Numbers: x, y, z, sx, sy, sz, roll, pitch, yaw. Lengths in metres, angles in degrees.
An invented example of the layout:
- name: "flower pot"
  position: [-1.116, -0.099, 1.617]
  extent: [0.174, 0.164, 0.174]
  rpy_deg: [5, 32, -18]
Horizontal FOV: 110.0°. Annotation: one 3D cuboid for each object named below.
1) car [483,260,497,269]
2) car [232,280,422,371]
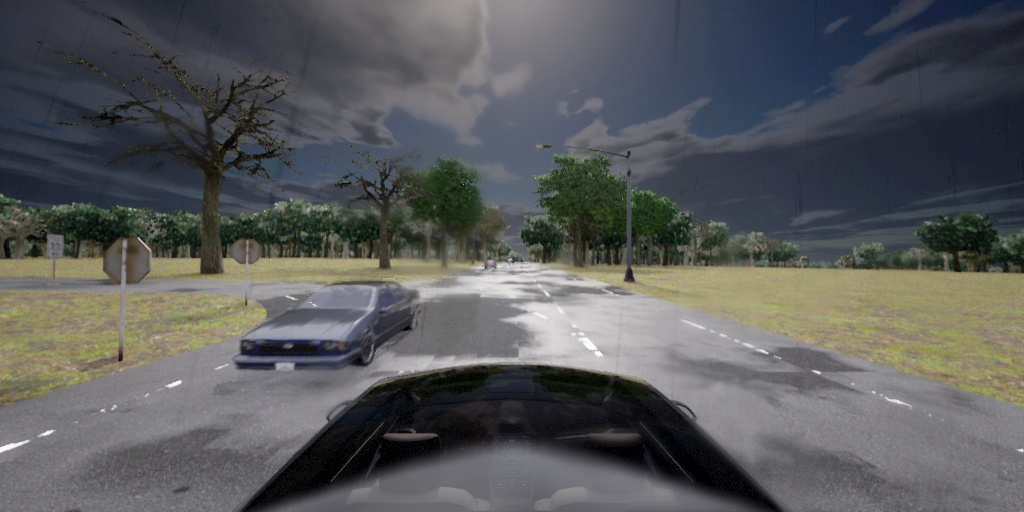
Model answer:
- name: "car"
  position: [-3.440, 1.355, 56.930]
  extent: [1.812, 1.442, 4.674]
  rpy_deg: [0, 0, 0]
- name: "car"
  position: [-3.489, 1.284, 8.171]
  extent: [2.033, 1.411, 5.357]
  rpy_deg: [0, 1, 0]
